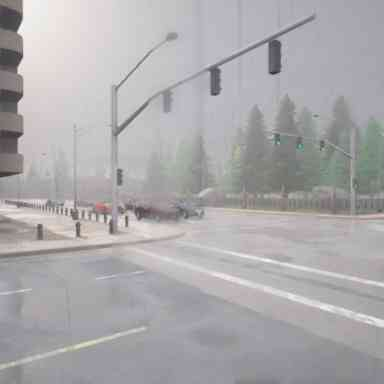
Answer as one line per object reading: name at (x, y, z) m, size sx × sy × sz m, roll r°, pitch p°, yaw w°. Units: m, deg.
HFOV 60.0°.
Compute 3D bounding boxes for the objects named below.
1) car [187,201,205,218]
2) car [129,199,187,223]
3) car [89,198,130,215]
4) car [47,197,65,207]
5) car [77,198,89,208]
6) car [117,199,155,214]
car at (-0.834, 1.536, 29.786) m, size 2.128 × 1.511 × 4.902 m, roll 0°, pitch 0°, yaw -36°
car at (-2.817, 1.524, 26.581) m, size 1.882 × 1.535 × 5.008 m, roll 0°, pitch 0°, yaw -36°
car at (-8.580, 1.398, 34.369) m, size 2.097 × 1.767 × 4.553 m, roll 0°, pitch 0°, yaw -36°
car at (-21.071, 1.538, 51.363) m, size 2.128 × 1.511 × 4.902 m, roll 0°, pitch 0°, yaw -36°
car at (-15.640, 1.592, 49.851) m, size 2.033 × 1.411 × 5.357 m, roll 0°, pitch 0°, yaw -36°
car at (-6.354, 1.536, 37.252) m, size 2.128 × 1.511 × 4.902 m, roll 0°, pitch 0°, yaw -36°
